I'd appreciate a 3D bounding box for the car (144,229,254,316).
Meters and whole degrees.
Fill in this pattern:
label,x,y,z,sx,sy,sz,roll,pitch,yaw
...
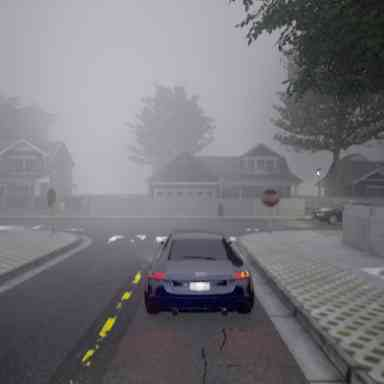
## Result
label,x,y,z,sx,sy,sz,roll,pitch,yaw
car,0.105,1.516,7.513,1.994,1.385,4.181,0,0,-1

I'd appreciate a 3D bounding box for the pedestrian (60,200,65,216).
label,x,y,z,sx,sy,sz,roll,pitch,yaw
pedestrian,-9.823,1.187,25.252,0.375,1.300,0.375,0,1,-1

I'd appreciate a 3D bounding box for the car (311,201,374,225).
label,x,y,z,sx,sy,sz,roll,pitch,yaw
car,10.653,1.399,22.598,4.892,1.490,1.837,0,1,-1
